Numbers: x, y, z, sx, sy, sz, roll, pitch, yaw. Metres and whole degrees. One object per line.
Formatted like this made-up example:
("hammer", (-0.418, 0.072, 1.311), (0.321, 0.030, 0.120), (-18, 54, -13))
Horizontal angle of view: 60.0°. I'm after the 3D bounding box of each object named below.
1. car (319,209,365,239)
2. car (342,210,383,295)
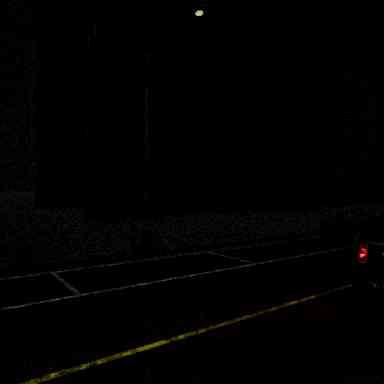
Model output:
("car", (8.034, 1.546, 16.252), (4.507, 1.381, 1.887), (0, 0, -35))
("car", (5.693, 1.352, 7.495), (4.553, 1.767, 2.097), (0, 0, -36))
